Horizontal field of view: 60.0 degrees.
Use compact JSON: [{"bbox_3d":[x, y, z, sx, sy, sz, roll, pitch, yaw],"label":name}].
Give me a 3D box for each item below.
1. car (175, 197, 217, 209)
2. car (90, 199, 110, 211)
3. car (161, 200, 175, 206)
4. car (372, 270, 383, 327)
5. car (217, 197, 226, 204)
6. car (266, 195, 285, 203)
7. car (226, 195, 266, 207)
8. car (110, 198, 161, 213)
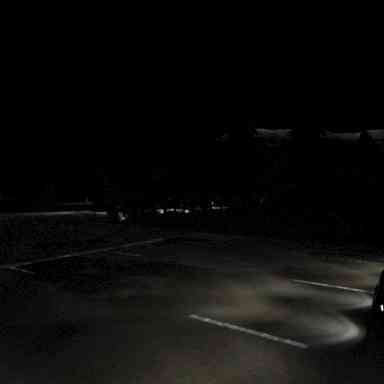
[{"bbox_3d":[0.567,1.421,43.002,4.892,1.490,1.837,0,0,-41],"label":"car"},{"bbox_3d":[-9.239,1.494,38.316,1.895,1.301,4.718,0,0,43],"label":"car"},{"bbox_3d":[-2.785,1.425,44.691,4.674,1.442,1.812,0,0,-42],"label":"car"},{"bbox_3d":[5.100,1.352,4.608,4.553,1.767,2.097,0,0,36],"label":"car"},{"bbox_3d":[4.615,1.458,50.789,5.357,1.411,2.033,0,0,-37],"label":"car"},{"bbox_3d":[12.727,1.278,55.858,4.553,1.767,2.097,0,0,-28],"label":"car"},{"bbox_3d":[7.948,1.419,48.737,4.902,1.511,2.128,0,0,-35],"label":"car"},{"bbox_3d":[-6.080,1.414,36.510,1.837,1.490,4.892,0,0,43],"label":"car"}]
